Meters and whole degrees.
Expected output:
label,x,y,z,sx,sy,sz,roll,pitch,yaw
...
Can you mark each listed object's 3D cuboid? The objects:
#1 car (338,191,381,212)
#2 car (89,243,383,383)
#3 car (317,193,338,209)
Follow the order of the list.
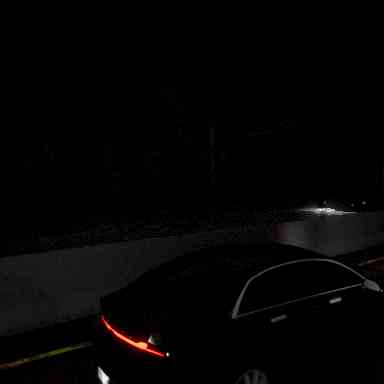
label,x,y,z,sx,sy,sz,roll,pitch,yaw
car,14.372,0.730,27.167,4.892,1.490,1.837,-2,1,-36
car,1.134,1.476,4.564,4.892,1.490,1.837,-1,1,-35
car,13.447,0.743,30.806,4.181,1.385,1.994,-2,1,-36
